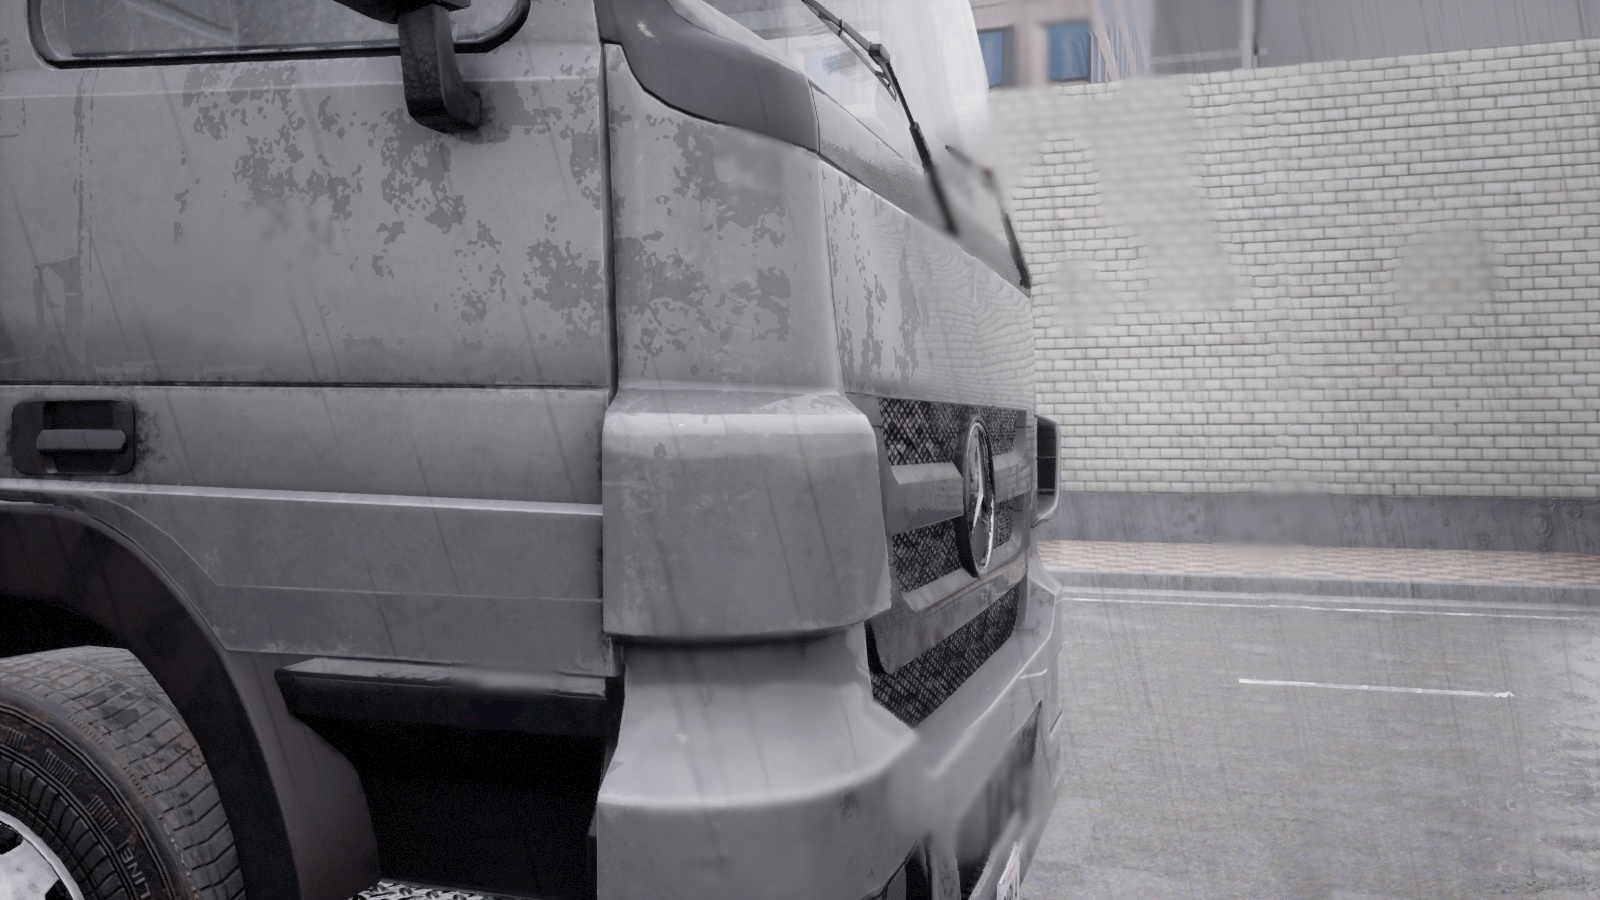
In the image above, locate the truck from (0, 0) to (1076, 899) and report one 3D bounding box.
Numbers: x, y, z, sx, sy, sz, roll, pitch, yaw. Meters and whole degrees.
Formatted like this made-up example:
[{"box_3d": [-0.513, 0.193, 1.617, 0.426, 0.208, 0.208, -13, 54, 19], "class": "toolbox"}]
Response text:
[{"box_3d": [-3.267, -0.236, 4.278, 7.936, 3.462, 2.891, 1, 1, 19], "class": "truck"}]
